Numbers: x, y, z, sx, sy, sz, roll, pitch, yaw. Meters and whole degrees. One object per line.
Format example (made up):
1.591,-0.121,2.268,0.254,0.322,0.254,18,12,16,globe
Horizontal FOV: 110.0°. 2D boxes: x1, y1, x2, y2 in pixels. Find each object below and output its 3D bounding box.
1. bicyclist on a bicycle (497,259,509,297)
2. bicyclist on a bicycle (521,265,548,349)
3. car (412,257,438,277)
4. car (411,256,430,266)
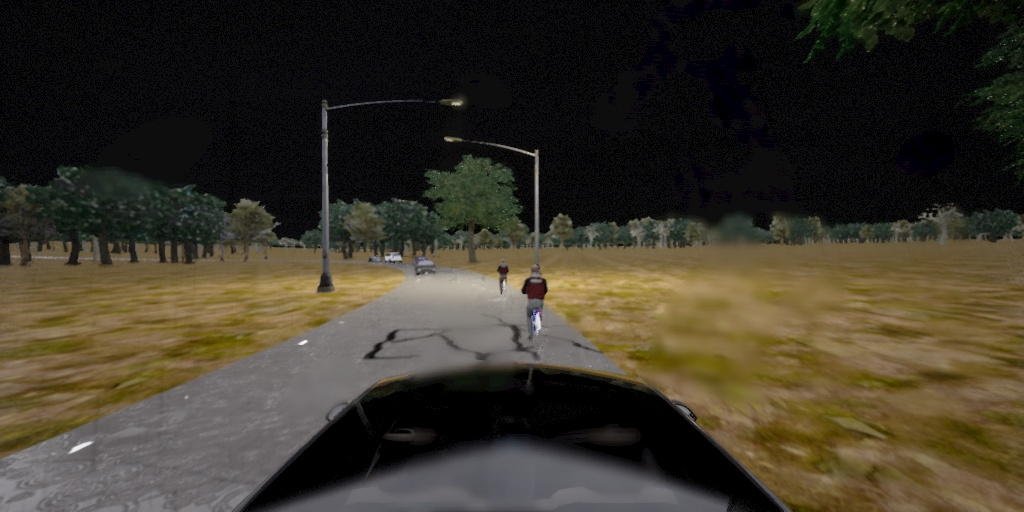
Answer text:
-0.437,1.022,17.167,0.659,1.776,1.843,0,1,-8,bicyclist on a bicycle
0.499,1.079,8.094,0.659,1.776,1.843,0,1,-4,bicyclist on a bicycle
-8.092,1.086,33.572,2.033,1.411,5.357,-1,1,-17,car
-14.604,0.815,57.007,1.812,1.442,4.674,-1,1,-29,car
